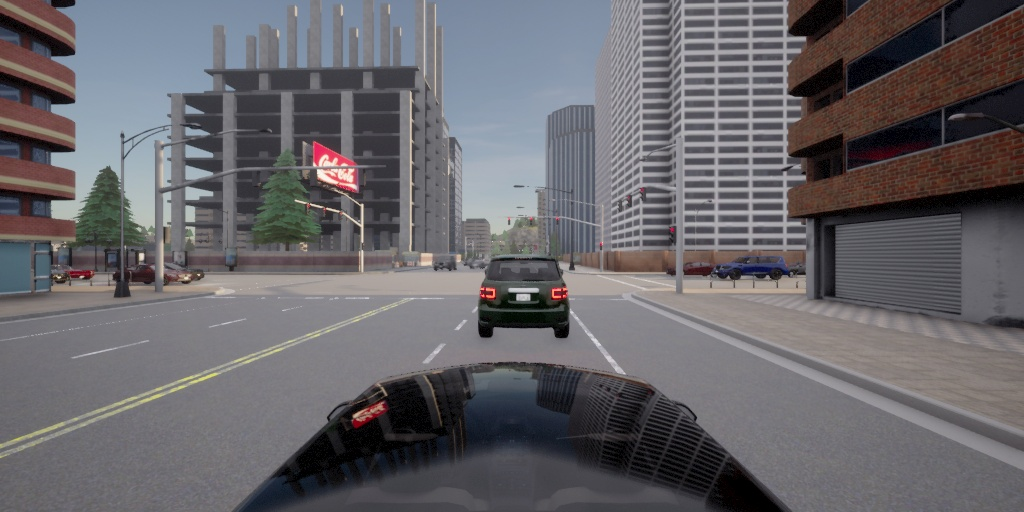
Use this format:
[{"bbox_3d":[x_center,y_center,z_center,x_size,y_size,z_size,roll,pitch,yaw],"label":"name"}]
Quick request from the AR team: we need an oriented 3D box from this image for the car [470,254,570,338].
[{"bbox_3d":[0.339,0.971,10.313,2.150,2.045,5.566,0,0,2],"label":"car"}]

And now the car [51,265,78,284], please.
[{"bbox_3d":[-34.005,1.255,25.071,4.892,1.490,1.837,0,0,2],"label":"car"}]

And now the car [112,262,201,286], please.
[{"bbox_3d":[-24.760,1.276,24.769,4.674,1.442,1.812,0,0,2],"label":"car"}]

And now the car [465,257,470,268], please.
[{"bbox_3d":[-5.179,1.241,53.612,2.128,1.511,4.902,0,0,2],"label":"car"}]

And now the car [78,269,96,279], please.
[{"bbox_3d":[-36.494,1.351,28.655,4.718,1.301,1.895,0,0,2],"label":"car"}]

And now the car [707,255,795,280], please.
[{"bbox_3d":[20.227,0.971,30.505,5.566,2.045,2.150,0,0,2],"label":"car"}]

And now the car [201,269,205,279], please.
[{"bbox_3d":[-27.202,1.228,28.350,5.008,1.535,1.882,0,0,2],"label":"car"}]

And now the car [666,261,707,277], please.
[{"bbox_3d":[17.312,1.228,34.099,5.008,1.535,1.882,0,0,2],"label":"car"}]

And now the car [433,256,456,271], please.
[{"bbox_3d":[-8.905,0.970,48.079,2.150,2.045,5.566,0,0,2],"label":"car"}]

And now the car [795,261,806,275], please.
[{"bbox_3d":[27.242,1.241,33.765,4.902,1.511,2.128,0,0,2],"label":"car"}]
